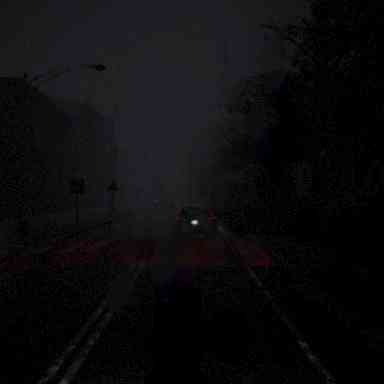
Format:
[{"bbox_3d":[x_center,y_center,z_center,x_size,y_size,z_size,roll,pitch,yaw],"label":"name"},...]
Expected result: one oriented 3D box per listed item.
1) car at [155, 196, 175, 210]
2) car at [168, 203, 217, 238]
[{"bbox_3d":[-3.215,1.233,40.192,2.097,1.767,4.553,0,0,0],"label":"car"},{"bbox_3d":[0.124,1.427,16.047,1.994,1.385,4.181,0,-5,0],"label":"car"}]
